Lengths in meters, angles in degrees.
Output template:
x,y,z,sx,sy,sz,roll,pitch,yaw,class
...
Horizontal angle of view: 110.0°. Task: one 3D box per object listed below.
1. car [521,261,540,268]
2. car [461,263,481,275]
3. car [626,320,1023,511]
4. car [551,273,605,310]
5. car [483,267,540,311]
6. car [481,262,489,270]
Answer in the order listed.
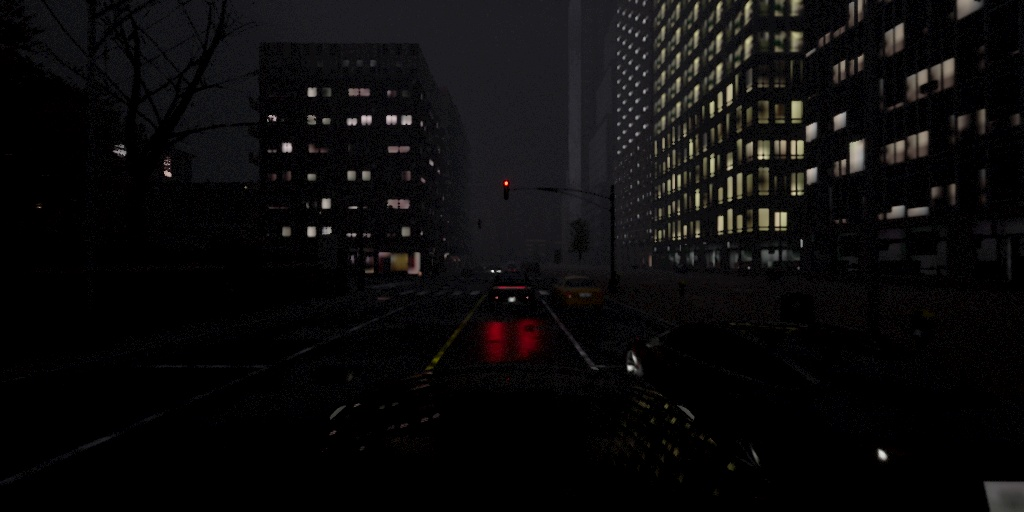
x,y,z,sx,sy,sz,roll,pitch,yaw,class
2.654,1.557,47.652,2.192,1.841,5.009,0,0,0,car
-5.726,1.793,47.645,2.007,1.370,4.403,0,0,0,car
2.687,1.339,3.977,1.948,1.339,4.313,0,0,0,car
2.678,1.416,15.411,1.751,1.417,4.829,0,0,0,car
0.013,1.384,15.346,2.128,1.511,4.902,0,0,0,car
-5.739,1.985,64.223,2.007,1.370,4.403,0,0,0,car
